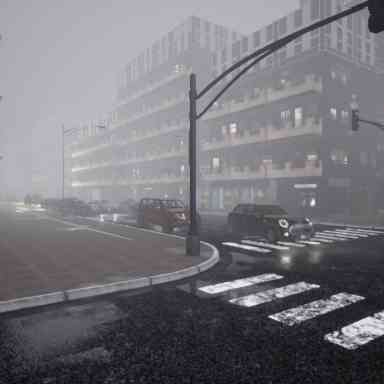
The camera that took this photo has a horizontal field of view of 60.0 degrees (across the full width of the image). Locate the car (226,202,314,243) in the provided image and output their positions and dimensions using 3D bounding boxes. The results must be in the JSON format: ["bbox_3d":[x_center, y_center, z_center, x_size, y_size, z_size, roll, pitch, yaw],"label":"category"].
[{"bbox_3d":[3.642,1.324,16.177,2.097,1.767,4.553,0,0,-30],"label":"car"}]

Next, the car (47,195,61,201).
[{"bbox_3d":[-31.233,1.379,75.093,2.008,1.369,4.403,0,0,-36],"label":"car"}]

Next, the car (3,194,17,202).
[{"bbox_3d":[-38.027,1.412,70.186,1.802,1.307,4.206,0,0,-36],"label":"car"}]

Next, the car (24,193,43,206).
[{"bbox_3d":[-24.757,1.162,51.820,2.192,1.841,5.009,0,0,-36],"label":"car"}]

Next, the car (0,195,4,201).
[{"bbox_3d":[-41.345,1.269,74.777,1.967,1.590,4.097,0,0,-36],"label":"car"}]

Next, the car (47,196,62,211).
[{"bbox_3d":[-14.805,1.451,38.047,1.947,1.339,4.313,0,0,-36],"label":"car"}]

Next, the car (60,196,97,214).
[{"bbox_3d":[-11.487,1.444,33.454,1.887,1.381,4.507,0,0,-36],"label":"car"}]

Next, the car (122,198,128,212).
[{"bbox_3d":[-3.309,1.475,26.548,2.033,1.411,5.357,0,0,-36],"label":"car"}]

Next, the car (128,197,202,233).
[{"bbox_3d":[-1.534,1.264,19.680,2.192,1.841,5.009,0,0,-36],"label":"car"}]

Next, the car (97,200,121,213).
[{"bbox_3d":[-9.645,1.499,35.332,1.895,1.301,4.718,0,0,-36],"label":"car"}]

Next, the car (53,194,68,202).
[{"bbox_3d":[-27.917,1.269,70.503,1.967,1.590,4.097,0,0,-36],"label":"car"}]

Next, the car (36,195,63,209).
[{"bbox_3d":[-18.123,1.436,42.639,1.947,1.339,4.313,0,0,-36],"label":"car"}]
